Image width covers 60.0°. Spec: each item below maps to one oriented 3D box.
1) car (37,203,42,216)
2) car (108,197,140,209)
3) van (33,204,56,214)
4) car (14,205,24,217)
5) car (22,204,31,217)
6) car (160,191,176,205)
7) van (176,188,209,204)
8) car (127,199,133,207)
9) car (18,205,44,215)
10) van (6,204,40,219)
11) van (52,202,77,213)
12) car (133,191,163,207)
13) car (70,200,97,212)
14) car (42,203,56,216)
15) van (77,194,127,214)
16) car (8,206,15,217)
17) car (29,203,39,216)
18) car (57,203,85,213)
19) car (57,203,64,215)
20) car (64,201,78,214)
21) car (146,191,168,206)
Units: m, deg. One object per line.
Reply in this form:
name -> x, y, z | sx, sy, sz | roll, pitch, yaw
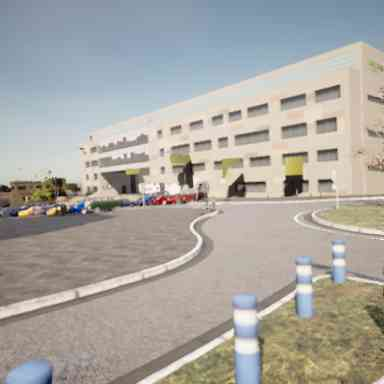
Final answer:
car -> -17.986, 2.385, 45.536 | 2.163, 1.488, 4.792 | -6, -1, 44
car -> -11.502, 1.890, 56.416 | 2.163, 1.488, 4.792 | -6, -1, 44
van -> -35.356, 4.076, 79.870 | 1.878, 1.987, 4.442 | -6, -1, 44
car -> -23.847, 2.954, 51.490 | 1.946, 1.575, 5.366 | -6, -1, 44
car -> -21.892, 2.795, 49.324 | 2.002, 1.452, 4.674 | -6, -1, 44
car -> -1.560, 0.897, 46.685 | 2.163, 1.488, 4.792 | -5, 0, 44
van -> 0.469, 0.477, 44.803 | 1.878, 1.987, 4.442 | -5, 0, 44
car -> -7.561, 1.486, 52.476 | 2.163, 1.488, 4.792 | -6, -1, 44
car -> -41.394, 4.667, 85.655 | 2.435, 2.045, 5.566 | -6, -1, 44
van -> -27.966, 3.147, 55.083 | 1.878, 1.987, 4.442 | -6, -1, 44
van -> -27.555, 3.274, 71.907 | 1.878, 1.987, 4.442 | -6, -1, 44
car -> -5.596, 1.003, 50.530 | 2.435, 2.045, 5.566 | -6, -1, 44
car -> -21.515, 2.758, 66.120 | 2.185, 1.767, 4.553 | -6, -1, 44
car -> -16.148, 2.161, 43.435 | 1.946, 1.575, 5.366 | -6, -1, 44
van -> -10.071, 1.344, 37.566 | 1.878, 1.987, 4.442 | -5, 0, 44
car -> -25.918, 2.913, 53.199 | 2.435, 2.045, 5.566 | -6, -1, 44
car -> -19.991, 2.600, 47.464 | 2.002, 1.452, 4.674 | -6, -1, 44
car -> -25.458, 3.289, 70.043 | 2.231, 1.521, 4.892 | -6, -1, 44
car -> -13.929, 1.814, 41.555 | 2.185, 1.767, 4.553 | -6, -1, 44
car -> -11.954, 1.742, 39.581 | 2.097, 1.535, 5.008 | -5, 0, 44
car -> -3.604, 1.056, 48.639 | 2.097, 1.535, 5.008 | -6, -1, 44
